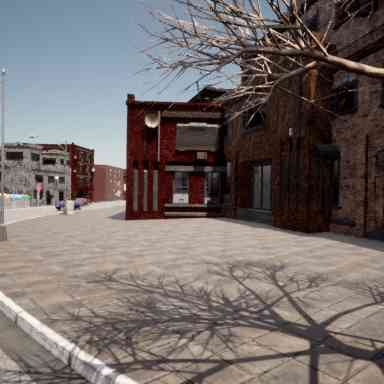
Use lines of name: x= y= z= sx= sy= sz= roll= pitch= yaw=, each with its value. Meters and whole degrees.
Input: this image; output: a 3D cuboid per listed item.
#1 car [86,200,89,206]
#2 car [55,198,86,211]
car: x=-19.129 y=1.755 z=56.702 sx=1.812 sy=1.442 sz=4.674 roll=1 pitch=0 yaw=3
car: x=-16.275 y=1.793 z=44.340 sx=1.895 sy=1.301 sz=4.718 roll=1 pitch=0 yaw=3
